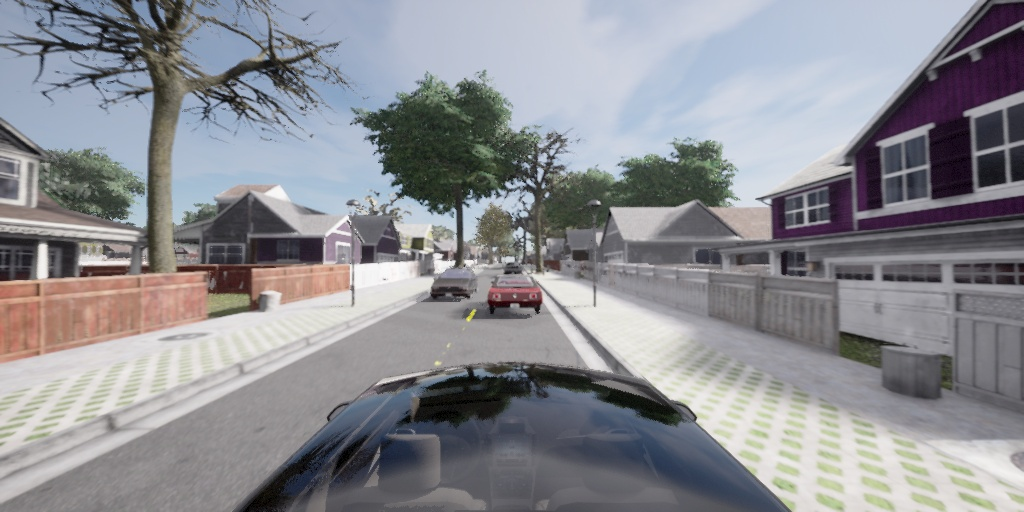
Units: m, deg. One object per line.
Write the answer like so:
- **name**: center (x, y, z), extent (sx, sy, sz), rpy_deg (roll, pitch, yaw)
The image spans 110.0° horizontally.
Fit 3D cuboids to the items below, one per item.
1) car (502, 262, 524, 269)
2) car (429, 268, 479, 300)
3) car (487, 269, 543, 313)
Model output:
- **car**: center (0.099, 1.342, 36.031), extent (1.837, 1.490, 4.892), rpy_deg (0, 0, 0)
- **car**: center (-2.750, 1.324, 18.265), extent (2.033, 1.411, 5.357), rpy_deg (0, 0, 0)
- **car**: center (0.100, 1.367, 14.101), extent (1.895, 1.301, 4.718), rpy_deg (0, 0, 0)
